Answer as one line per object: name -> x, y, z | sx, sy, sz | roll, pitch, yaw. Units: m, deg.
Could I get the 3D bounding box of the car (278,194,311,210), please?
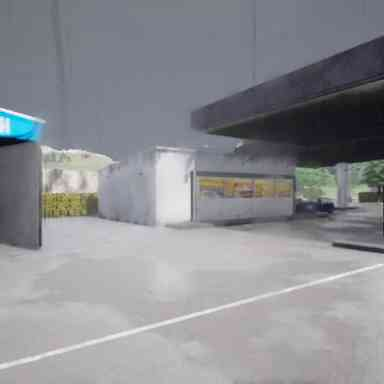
car -> 12.697, 1.229, 41.079 | 3.866, 1.878, 1.905 | 0, 0, -36

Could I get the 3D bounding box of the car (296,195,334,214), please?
car -> 12.498, 1.407, 33.950 | 4.611, 1.667, 2.242 | 0, 0, -36
